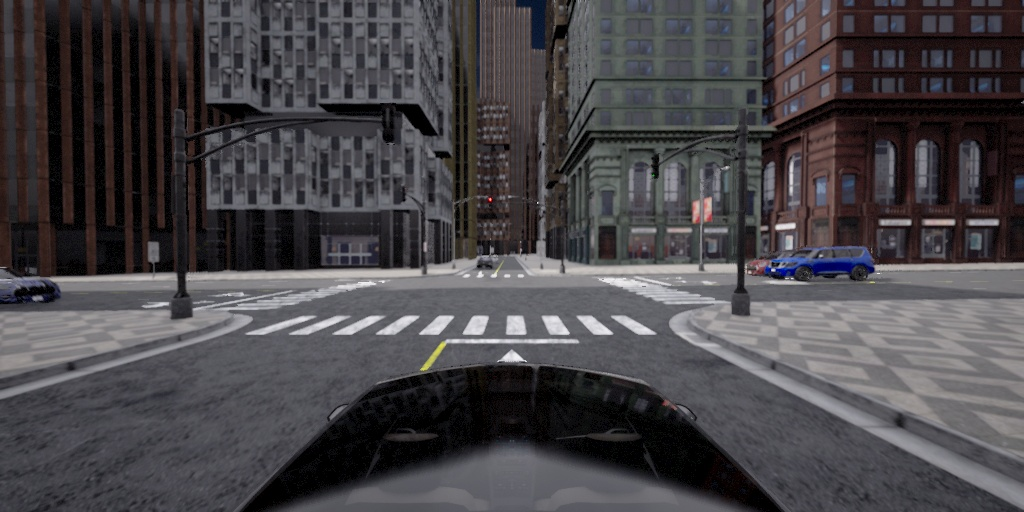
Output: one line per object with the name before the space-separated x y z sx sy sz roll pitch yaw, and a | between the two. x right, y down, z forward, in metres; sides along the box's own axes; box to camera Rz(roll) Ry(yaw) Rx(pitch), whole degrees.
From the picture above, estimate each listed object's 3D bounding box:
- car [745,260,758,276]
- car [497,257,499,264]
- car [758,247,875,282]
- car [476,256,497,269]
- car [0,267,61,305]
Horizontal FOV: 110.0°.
car | 18.871 0.541 25.077 4.553 1.767 2.097 -1 1 0
car | -3.264 0.621 60.557 1.895 1.301 4.718 0 1 0
car | 18.658 0.465 21.830 5.566 2.045 2.150 -1 1 0
car | -3.193 0.798 43.089 2.033 1.411 5.357 0 1 0
car | -22.354 1.245 15.199 4.553 1.767 2.097 -1 1 0
